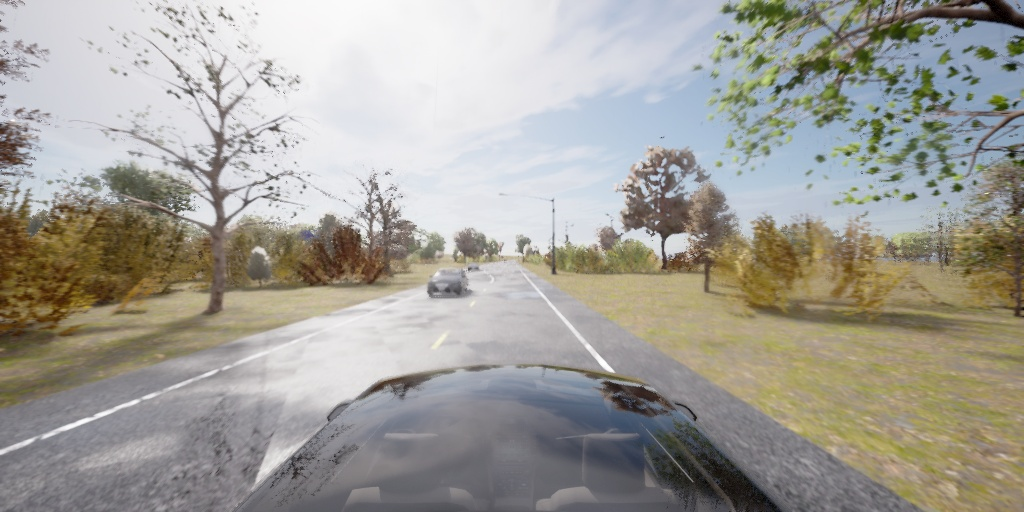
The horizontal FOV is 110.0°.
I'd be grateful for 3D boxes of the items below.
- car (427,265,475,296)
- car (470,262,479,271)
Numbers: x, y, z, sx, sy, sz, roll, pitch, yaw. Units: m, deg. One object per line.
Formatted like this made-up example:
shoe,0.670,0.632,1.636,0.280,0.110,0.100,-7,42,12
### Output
car,-3.651,1.453,20.999,2.128,1.511,4.902,0,-1,0
car,-6.634,1.860,62.698,2.128,1.511,4.902,0,-1,-5
